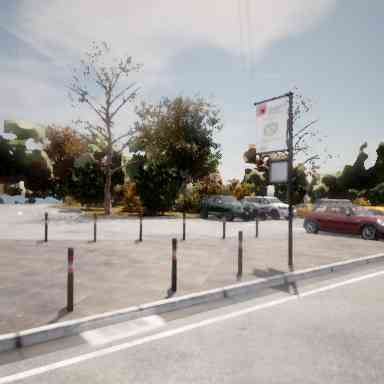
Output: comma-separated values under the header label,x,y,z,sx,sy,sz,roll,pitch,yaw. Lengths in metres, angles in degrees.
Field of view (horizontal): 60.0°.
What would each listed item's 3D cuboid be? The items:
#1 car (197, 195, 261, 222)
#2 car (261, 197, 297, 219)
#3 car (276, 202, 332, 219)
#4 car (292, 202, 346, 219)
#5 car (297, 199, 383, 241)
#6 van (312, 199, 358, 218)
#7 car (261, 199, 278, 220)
label,x,y,z,sx,sy,sz,roll,pitch,yaw
car,2.677,1.321,28.129,2.435,2.045,5.566,2,-1,-36
car,7.094,1.453,31.340,2.435,2.045,5.566,2,-1,-36
car,11.601,1.874,34.848,1.946,1.575,5.366,2,-1,-36
car,13.760,1.965,36.401,1.946,1.575,5.366,3,-1,-36
car,8.098,1.397,16.977,2.185,1.767,4.553,2,-1,-36
van,16.209,1.843,37.792,1.878,1.987,4.442,3,-1,-36
car,4.817,1.636,29.712,2.231,1.521,4.892,2,-1,-36
